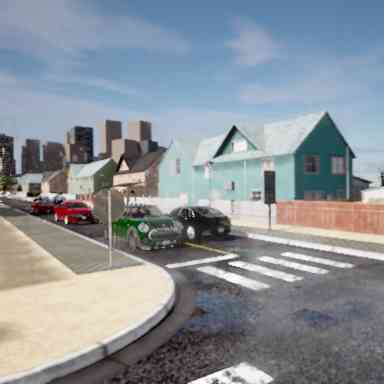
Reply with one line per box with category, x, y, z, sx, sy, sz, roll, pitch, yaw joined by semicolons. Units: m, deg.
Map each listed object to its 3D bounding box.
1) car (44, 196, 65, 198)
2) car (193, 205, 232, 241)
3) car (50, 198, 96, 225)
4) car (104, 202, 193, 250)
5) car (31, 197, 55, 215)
car;-16.605;1.325;41.312;2.128;1.511;4.902;-1;1;-33
car;-0.074;1.415;16.418;1.837;1.490;4.892;-1;1;-34
car;-8.444;1.411;23.844;1.882;1.535;5.008;-1;1;-34
car;-2.194;1.314;14.456;2.097;1.767;4.553;-1;1;-34
car;-14.881;1.505;33.533;1.895;1.301;4.718;-1;1;-33
